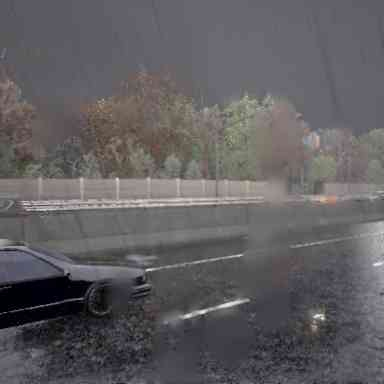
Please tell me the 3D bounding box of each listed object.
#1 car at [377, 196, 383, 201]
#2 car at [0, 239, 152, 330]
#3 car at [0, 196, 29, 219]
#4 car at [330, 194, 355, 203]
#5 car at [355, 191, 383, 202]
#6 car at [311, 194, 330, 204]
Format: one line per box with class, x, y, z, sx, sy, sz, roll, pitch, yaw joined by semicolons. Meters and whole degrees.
car;23.578;1.329;38.013;4.718;1.301;1.895;0;0;-35
car;-3.408;1.545;5.613;5.357;1.411;2.033;-1;0;-36
car;-9.956;1.222;14.087;5.566;2.045;2.150;0;0;-36
car;21.221;1.192;44.924;5.008;1.535;1.882;0;0;-35
car;23.552;0.932;42.289;5.566;2.045;2.150;-1;0;-35
car;19.165;1.067;47.754;4.553;1.767;2.097;0;0;-35
